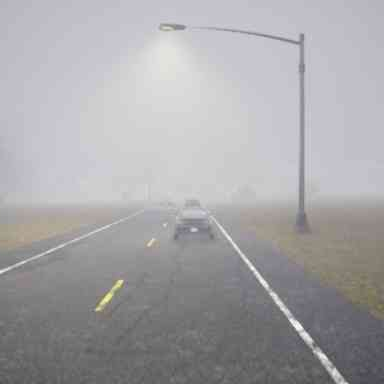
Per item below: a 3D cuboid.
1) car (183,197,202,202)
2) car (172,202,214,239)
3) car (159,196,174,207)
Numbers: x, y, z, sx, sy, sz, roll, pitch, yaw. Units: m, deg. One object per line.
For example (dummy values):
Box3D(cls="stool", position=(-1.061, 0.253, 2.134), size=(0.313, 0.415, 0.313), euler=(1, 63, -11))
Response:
Box3D(cls="car", position=(0.070, 1.308, 38.811), size=(1.837, 1.490, 4.892), euler=(0, 0, 0))
Box3D(cls="car", position=(0.085, 1.441, 16.591), size=(1.812, 1.442, 4.674), euler=(0, 0, 0))
Box3D(cls="car", position=(-3.534, 1.290, 46.732), size=(1.812, 1.442, 4.674), euler=(0, 0, 0))
